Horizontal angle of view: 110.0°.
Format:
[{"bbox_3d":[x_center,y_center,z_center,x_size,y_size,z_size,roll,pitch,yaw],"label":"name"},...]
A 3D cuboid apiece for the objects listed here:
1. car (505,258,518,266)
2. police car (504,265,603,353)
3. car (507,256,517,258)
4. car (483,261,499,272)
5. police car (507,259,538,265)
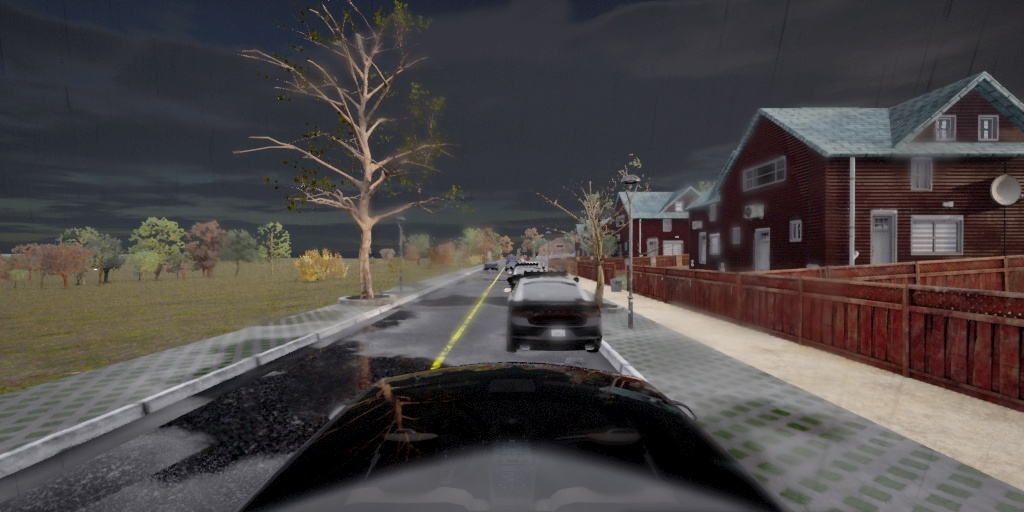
[{"bbox_3d":[0.079,1.332,47.273,1.994,1.385,4.181,0,0,0],"label":"car"},{"bbox_3d":[0.831,1.176,9.000,1.930,1.638,5.238,0,0,0],"label":"police car"},{"bbox_3d":[0.054,1.005,62.037,2.150,2.045,5.566,0,0,0],"label":"car"},{"bbox_3d":[-2.711,1.315,47.021,2.033,1.411,5.357,0,0,0],"label":"car"},{"bbox_3d":[0.839,1.178,19.000,1.930,1.638,5.238,0,0,0],"label":"police car"}]
